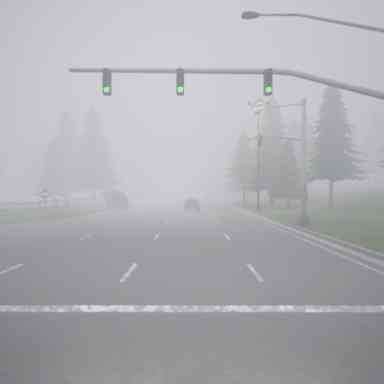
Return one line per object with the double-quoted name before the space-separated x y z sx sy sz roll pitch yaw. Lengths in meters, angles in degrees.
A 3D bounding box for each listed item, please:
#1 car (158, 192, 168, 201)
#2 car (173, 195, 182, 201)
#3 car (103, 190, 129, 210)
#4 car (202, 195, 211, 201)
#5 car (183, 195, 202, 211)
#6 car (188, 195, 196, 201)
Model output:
"car" -7.045 1.126 81.485 2.150 2.045 5.566 0 0 0
"car" -3.545 1.425 81.457 1.812 1.442 4.674 0 0 0
"car" -9.181 0.828 41.580 4.553 2.097 1.767 4 25 46
"car" 3.455 1.401 81.461 1.837 1.490 4.892 0 0 0
"car" -0.025 1.457 40.013 1.837 1.490 4.892 0 0 0
"car" -0.045 1.441 81.459 2.033 1.411 5.357 0 0 0
